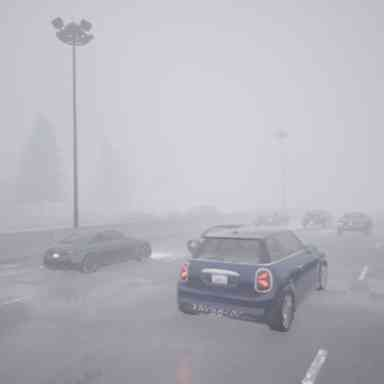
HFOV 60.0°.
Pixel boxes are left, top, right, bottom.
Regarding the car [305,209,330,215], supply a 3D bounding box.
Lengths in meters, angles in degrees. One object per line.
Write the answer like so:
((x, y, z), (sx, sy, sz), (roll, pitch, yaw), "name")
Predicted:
((10.915, 2.244, 28.789), (1.837, 1.490, 4.892), (-3, -2, 32), "car")

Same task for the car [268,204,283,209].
((19.292, 3.426, 74.381), (1.837, 1.490, 4.892), (-3, -2, 35), "car")

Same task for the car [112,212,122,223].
((-8.501, 3.260, 44.240), (2.128, 1.511, 4.902), (-3, -2, 32), "car")

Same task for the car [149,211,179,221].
((-2.718, 3.011, 40.300), (1.812, 1.442, 4.674), (-3, -2, 32), "car")

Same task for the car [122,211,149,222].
((-6.073, 3.214, 41.536), (1.895, 1.301, 4.718), (-3, -2, 32), "car")

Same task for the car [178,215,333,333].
((1.633, 1.590, 7.639), (2.097, 1.767, 4.553), (-3, -2, 33), "car")

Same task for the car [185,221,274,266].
((1.810, 2.070, 14.401), (1.895, 1.301, 4.718), (-3, -2, 32), "car")

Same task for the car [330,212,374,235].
((11.121, 2.066, 22.588), (2.033, 1.411, 5.357), (-3, -2, 32), "car")

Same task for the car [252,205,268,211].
((15.966, 3.622, 75.719), (1.994, 1.385, 4.181), (-3, -2, 34), "car")

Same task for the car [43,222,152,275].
((-3.413, 2.108, 12.716), (1.994, 1.385, 4.181), (-3, -2, 32), "car")

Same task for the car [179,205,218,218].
((1.199, 2.596, 39.972), (2.150, 2.045, 5.566), (-3, -2, 32), "car")

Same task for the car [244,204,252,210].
((13.588, 3.707, 78.429), (1.837, 1.490, 4.892), (-3, -2, 35), "car")

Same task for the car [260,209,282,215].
((7.083, 2.454, 29.269), (1.895, 1.301, 4.718), (-3, -2, 32), "car")
